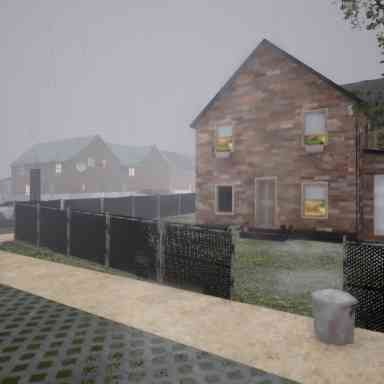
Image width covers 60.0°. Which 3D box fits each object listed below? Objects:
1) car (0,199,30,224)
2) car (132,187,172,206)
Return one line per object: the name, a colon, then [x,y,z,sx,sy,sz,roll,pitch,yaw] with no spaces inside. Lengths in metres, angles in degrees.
car: [-11.658,1.207,22.071,1.812,1.442,4.674,0,1,34]
car: [-4.176,0.577,33.321,2.150,2.045,5.566,0,2,34]
